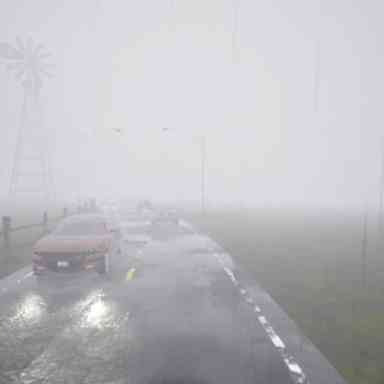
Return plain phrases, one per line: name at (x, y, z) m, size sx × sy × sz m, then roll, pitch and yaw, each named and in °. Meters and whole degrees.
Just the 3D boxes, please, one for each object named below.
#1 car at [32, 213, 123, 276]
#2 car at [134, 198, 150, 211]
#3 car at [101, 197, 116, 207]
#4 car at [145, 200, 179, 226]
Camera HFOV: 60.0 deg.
car at (-3.387, 1.496, 10.643) m, size 1.882 × 1.535 × 5.008 m, roll 0°, pitch 0°, yaw -5°
car at (-5.945, 1.534, 40.515) m, size 1.837 × 1.490 × 4.892 m, roll 0°, pitch 0°, yaw -16°
car at (-13.205, 1.515, 52.695) m, size 1.812 × 1.442 × 4.674 m, roll 0°, pitch 0°, yaw -21°
car at (-2.080, 1.578, 24.018) m, size 2.033 × 1.411 × 5.357 m, roll 0°, pitch 0°, yaw -10°
